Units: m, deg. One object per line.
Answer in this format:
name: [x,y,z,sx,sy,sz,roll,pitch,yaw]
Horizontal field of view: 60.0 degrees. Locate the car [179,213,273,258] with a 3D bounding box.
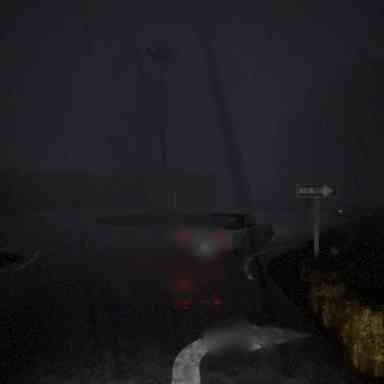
car: [1.491,1.415,12.136,1.895,1.301,4.718,0,1,29]

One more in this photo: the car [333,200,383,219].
car: [11.662,1.212,22.351,4.181,1.385,1.994,0,1,-17]

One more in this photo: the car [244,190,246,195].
car: [11.875,0.138,79.107,1.994,1.381,4.181,0,1,-1]
